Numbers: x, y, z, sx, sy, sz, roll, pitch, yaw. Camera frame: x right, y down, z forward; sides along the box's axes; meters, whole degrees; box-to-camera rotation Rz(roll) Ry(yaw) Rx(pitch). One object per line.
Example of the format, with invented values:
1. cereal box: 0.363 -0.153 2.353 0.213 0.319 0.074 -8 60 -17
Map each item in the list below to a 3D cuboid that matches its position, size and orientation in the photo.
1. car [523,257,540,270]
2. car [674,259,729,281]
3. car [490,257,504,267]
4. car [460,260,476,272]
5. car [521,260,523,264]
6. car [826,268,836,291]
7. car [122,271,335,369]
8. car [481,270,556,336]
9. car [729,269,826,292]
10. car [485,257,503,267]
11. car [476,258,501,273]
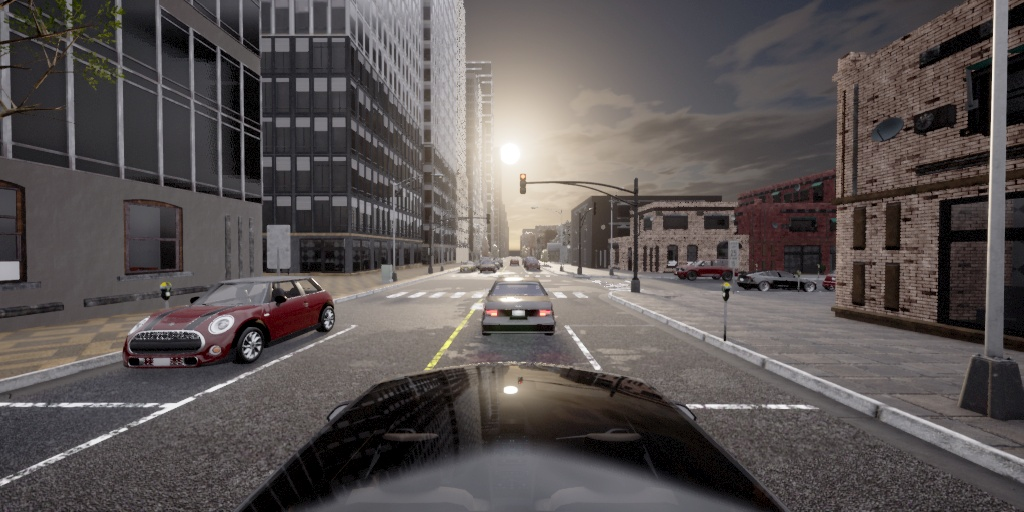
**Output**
1. car: 3.000 1.178 51.280 1.967 1.591 4.097 0 0 0
2. car: 16.699 1.164 30.911 5.009 1.841 2.192 0 0 1
3. car: -2.665 1.088 63.953 2.097 1.767 4.553 0 0 1
4. car: -5.555 1.265 45.575 1.751 1.417 4.829 0 0 0
5. car: 3.071 1.051 62.568 2.192 1.841 5.009 0 0 0
6. car: 22.087 1.473 22.427 4.097 1.591 1.967 0 0 1
7. car: -5.656 1.188 7.797 1.967 1.591 4.097 0 0 0
8. car: 0.154 1.295 10.364 2.033 1.411 5.357 0 0 0
9. car: 16.540 1.546 22.533 4.313 1.339 1.948 0 0 1
10. car: -2.773 1.285 53.733 2.033 1.411 5.357 0 0 0
11. car: -2.834 1.287 43.590 2.033 1.411 5.357 0 0 0
